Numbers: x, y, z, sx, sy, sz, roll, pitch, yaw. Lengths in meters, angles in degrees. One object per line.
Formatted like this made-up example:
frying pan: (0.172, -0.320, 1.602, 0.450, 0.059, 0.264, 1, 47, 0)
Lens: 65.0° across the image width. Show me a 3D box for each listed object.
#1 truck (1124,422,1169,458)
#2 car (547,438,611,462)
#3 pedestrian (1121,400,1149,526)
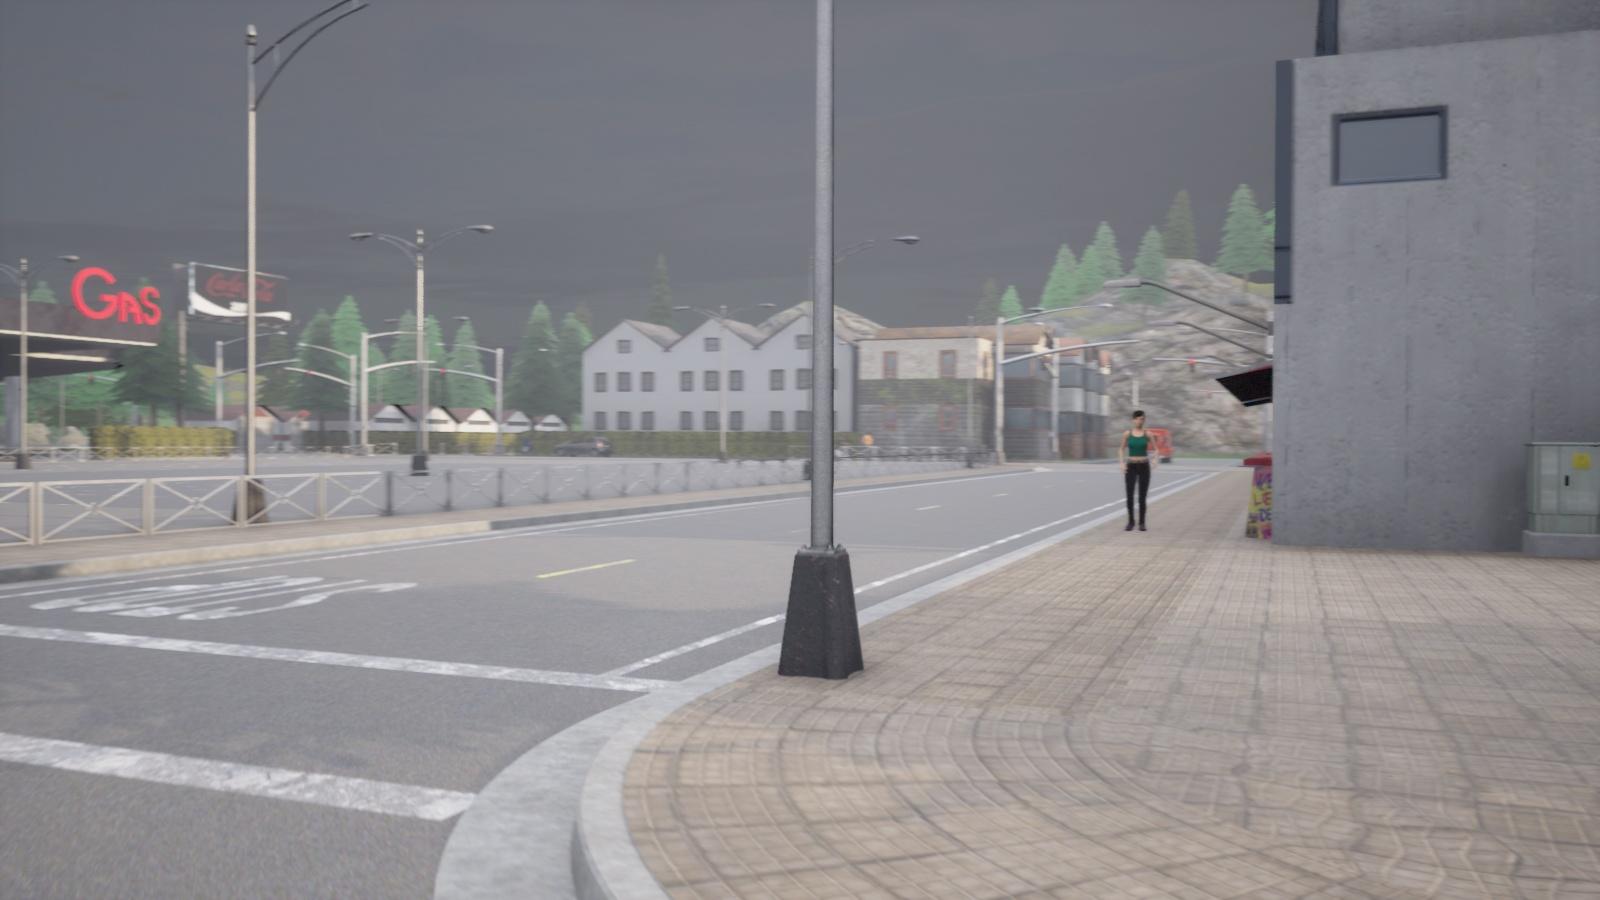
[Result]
truck: (25.072, -0.738, 90.659, 2.627, 2.467, 5.204, -1, 0, 21)
car: (-15.359, -0.019, 87.223, 3.988, 1.617, 1.851, -1, 0, 21)
pedestrian: (4.957, 0.190, 18.554, 0.345, 1.836, 0.594, -1, 0, 18)
